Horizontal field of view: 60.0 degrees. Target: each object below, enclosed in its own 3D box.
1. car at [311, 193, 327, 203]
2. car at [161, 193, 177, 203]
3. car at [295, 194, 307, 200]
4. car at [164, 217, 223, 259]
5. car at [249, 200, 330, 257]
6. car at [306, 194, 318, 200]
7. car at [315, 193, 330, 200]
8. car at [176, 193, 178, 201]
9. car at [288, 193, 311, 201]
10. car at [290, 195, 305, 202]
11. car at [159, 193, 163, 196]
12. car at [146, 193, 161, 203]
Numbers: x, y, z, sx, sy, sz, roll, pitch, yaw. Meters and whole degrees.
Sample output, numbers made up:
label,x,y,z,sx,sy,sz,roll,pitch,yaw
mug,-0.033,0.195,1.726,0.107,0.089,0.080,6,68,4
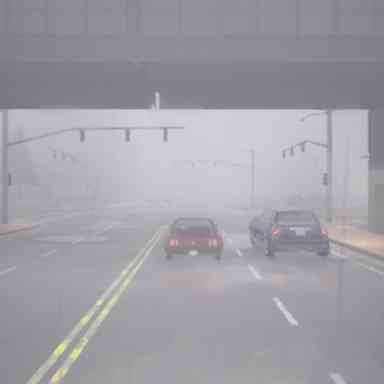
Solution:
label,x,y,z,sx,sy,sz,roll,pitch,yaw
car,19.524,1.148,52.696,1.905,1.878,3.866,0,0,0
car,-4.523,1.491,66.478,1.837,1.490,4.892,0,0,0
car,27.890,1.382,85.293,1.970,1.475,3.806,0,0,0
car,0.061,1.599,12.516,1.895,1.301,4.718,0,0,0
car,3.564,1.350,13.006,2.097,1.767,4.553,0,0,0
car,30.785,1.350,85.302,1.784,1.438,3.905,0,0,0
car,33.468,1.140,85.361,1.932,1.855,4.605,0,0,0
car,-4.620,1.208,82.003,2.150,2.045,5.566,0,0,0
car,16.629,1.145,52.741,1.932,1.855,4.605,0,0,0
car,22.172,1.384,70.172,1.970,1.475,3.806,0,0,0
car,-8.122,1.207,82.253,2.150,2.045,5.566,0,0,0
car,-8.016,1.534,66.393,2.033,1.411,5.357,0,0,0
